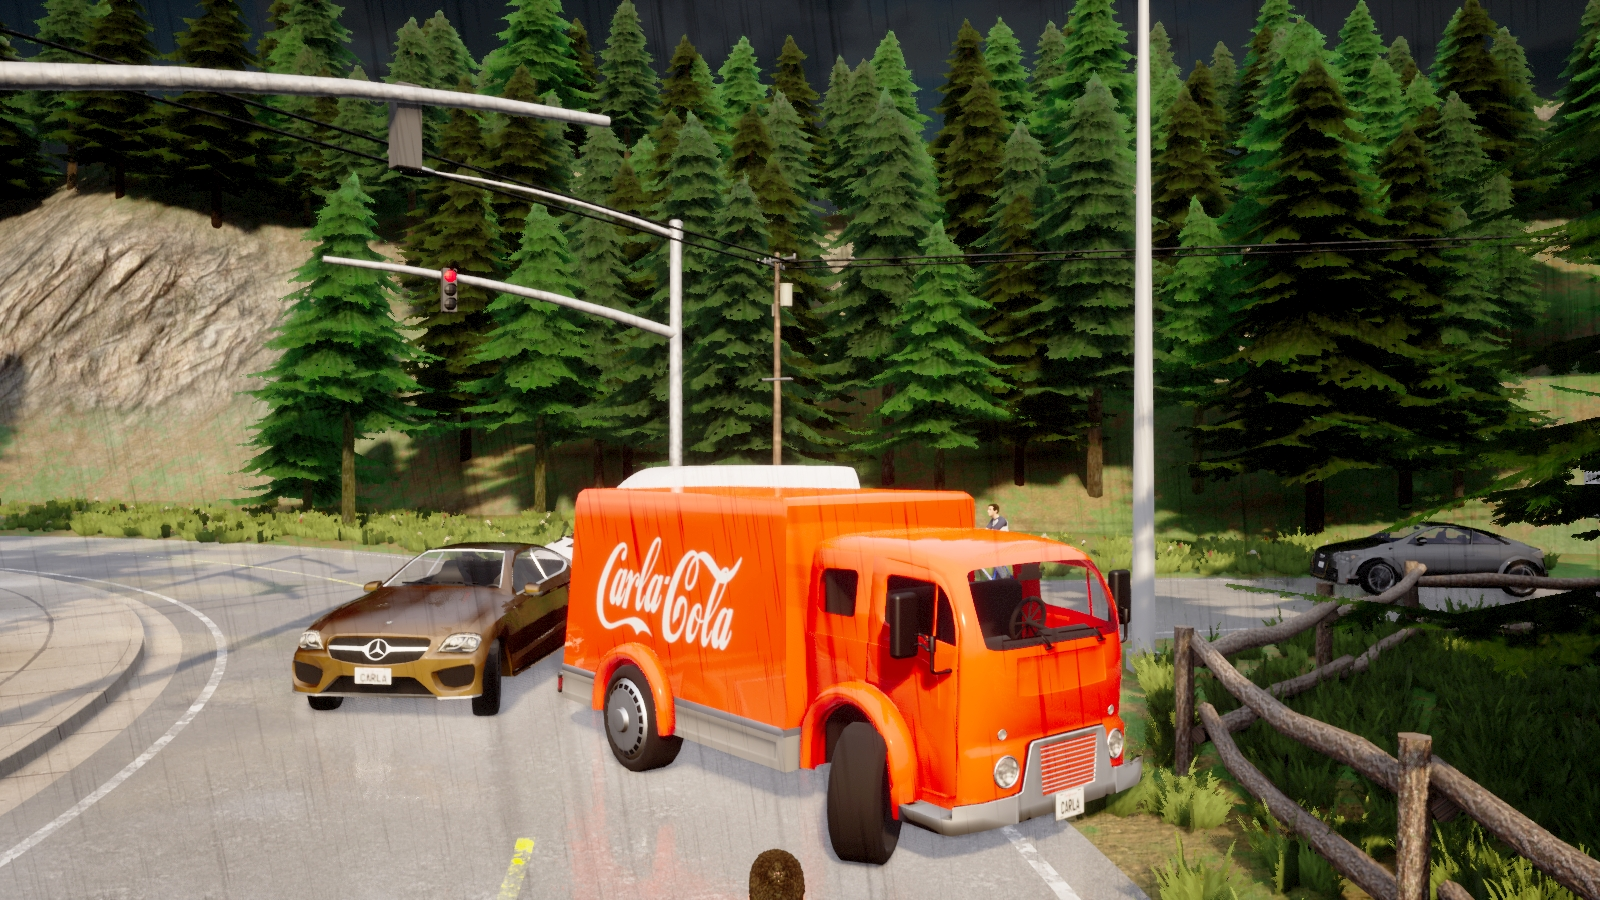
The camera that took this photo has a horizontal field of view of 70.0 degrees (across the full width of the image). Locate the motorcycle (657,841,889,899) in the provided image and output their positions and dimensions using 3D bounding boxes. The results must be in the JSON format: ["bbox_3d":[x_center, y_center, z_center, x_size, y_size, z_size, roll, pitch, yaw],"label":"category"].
[{"bbox_3d":[-0.074,2.159,3.526,0.803,1.199,2.033,0,0,-2],"label":"motorcycle"}]

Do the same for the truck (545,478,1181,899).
[{"bbox_3d":[0.202,1.542,9.769,2.627,2.467,5.204,0,0,-39],"label":"truck"}]

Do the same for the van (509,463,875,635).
[{"bbox_3d":[-1.776,1.528,19.549,5.915,2.561,1.988,0,0,-27],"label":"van"}]

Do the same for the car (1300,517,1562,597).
[{"bbox_3d":[12.589,2.119,23.051,4.181,1.385,1.994,0,0,6],"label":"car"}]

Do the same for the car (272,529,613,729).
[{"bbox_3d":[-4.038,1.970,14.038,2.152,1.651,5.027,0,0,6],"label":"car"}]
